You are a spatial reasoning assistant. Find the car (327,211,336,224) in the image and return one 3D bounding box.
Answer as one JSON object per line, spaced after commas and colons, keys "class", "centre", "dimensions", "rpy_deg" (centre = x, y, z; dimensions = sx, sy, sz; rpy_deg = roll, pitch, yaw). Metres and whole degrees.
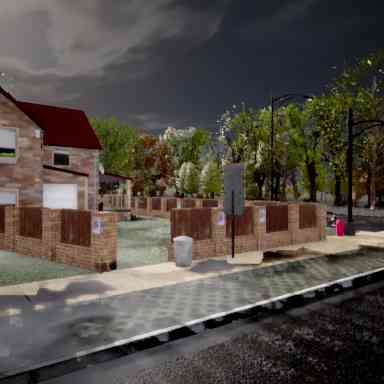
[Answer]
{"class": "car", "centre": [7.715, 1.468, 23.376], "dimensions": [1.812, 1.442, 4.674], "rpy_deg": [0, 0, -36]}
